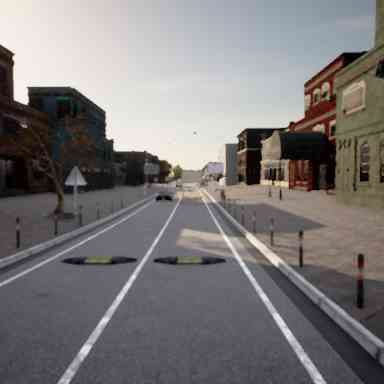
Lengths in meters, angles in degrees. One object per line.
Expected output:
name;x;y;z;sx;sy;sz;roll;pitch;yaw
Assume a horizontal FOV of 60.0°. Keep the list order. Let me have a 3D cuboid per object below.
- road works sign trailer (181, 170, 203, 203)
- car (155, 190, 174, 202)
road works sign trailer;0.003;-0.633;36.720;2.380;3.560;2.880;0;3;0
car;-3.090;0.429;38.293;1.895;1.301;4.718;0;3;0
